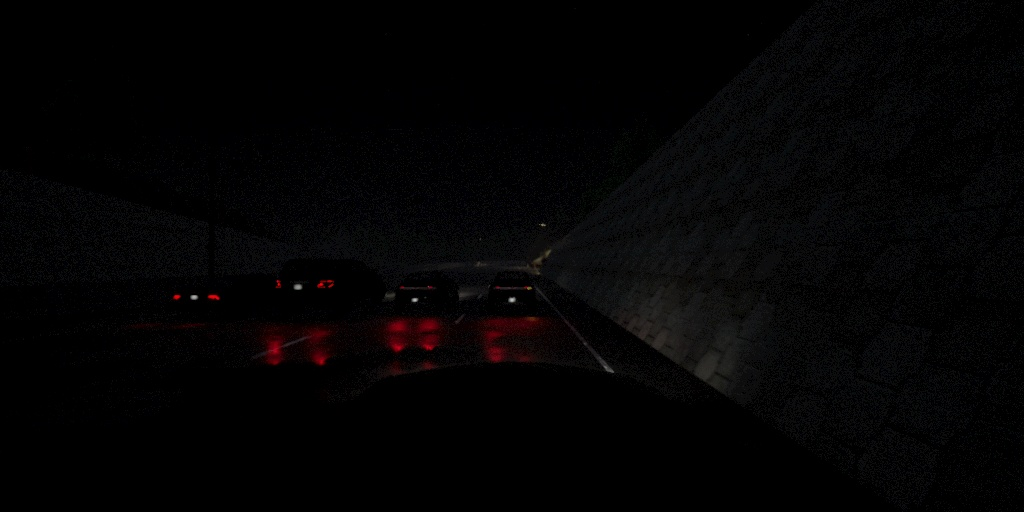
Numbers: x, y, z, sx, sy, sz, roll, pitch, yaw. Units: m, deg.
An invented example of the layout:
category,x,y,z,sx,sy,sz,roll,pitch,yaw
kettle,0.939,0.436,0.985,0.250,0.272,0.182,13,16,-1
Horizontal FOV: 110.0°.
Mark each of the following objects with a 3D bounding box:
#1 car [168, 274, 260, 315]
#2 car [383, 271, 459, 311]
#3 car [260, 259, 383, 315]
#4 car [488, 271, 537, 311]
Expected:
category,x,y,z,sx,sy,sz,roll,pitch,yaw
car,-10.490,1.441,14.355,2.033,1.411,5.357,0,-1,0
car,-3.477,1.398,15.344,2.128,1.511,4.902,0,-1,1
car,-6.990,1.119,14.411,2.150,2.045,5.566,0,0,0
car,0.023,1.398,15.347,2.128,1.511,4.902,0,-1,1
